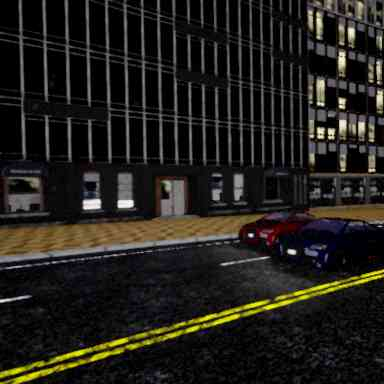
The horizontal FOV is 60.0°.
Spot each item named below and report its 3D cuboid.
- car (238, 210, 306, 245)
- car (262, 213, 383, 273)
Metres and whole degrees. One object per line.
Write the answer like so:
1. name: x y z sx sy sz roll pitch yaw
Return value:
1. car: 3.983 1.493 14.055 4.181 1.385 1.994 0 0 -32
2. car: 4.516 1.509 10.534 4.181 1.385 1.994 0 0 -33
